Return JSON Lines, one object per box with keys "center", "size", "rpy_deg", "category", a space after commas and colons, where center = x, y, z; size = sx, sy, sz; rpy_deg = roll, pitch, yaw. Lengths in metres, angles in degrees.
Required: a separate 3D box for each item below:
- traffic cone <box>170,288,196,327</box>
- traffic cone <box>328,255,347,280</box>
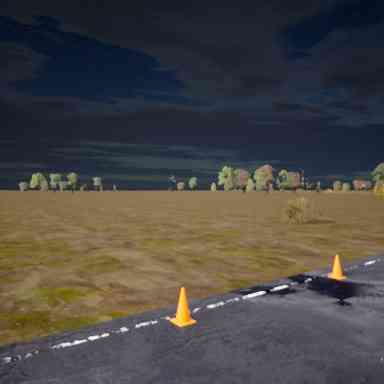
{"center": [-0.153, 1.952, 5.752], "size": [0.340, 0.580, 0.340], "rpy_deg": [0, 0, -36], "category": "traffic cone"}
{"center": [3.809, 1.948, 8.723], "size": [0.340, 0.580, 0.340], "rpy_deg": [0, 0, -37], "category": "traffic cone"}
